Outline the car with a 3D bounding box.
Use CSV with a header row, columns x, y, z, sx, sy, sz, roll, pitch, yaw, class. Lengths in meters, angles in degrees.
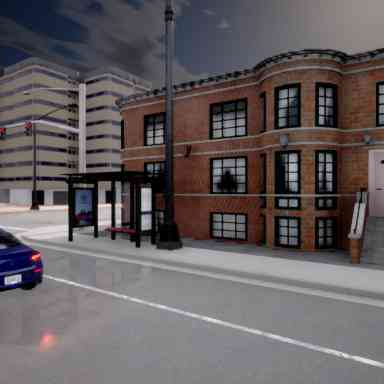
x,y,z,sx,sy,sz,roll,pitch,yaw,class
-5.289,1.508,7.718,4.674,1.442,1.812,0,0,36,car
